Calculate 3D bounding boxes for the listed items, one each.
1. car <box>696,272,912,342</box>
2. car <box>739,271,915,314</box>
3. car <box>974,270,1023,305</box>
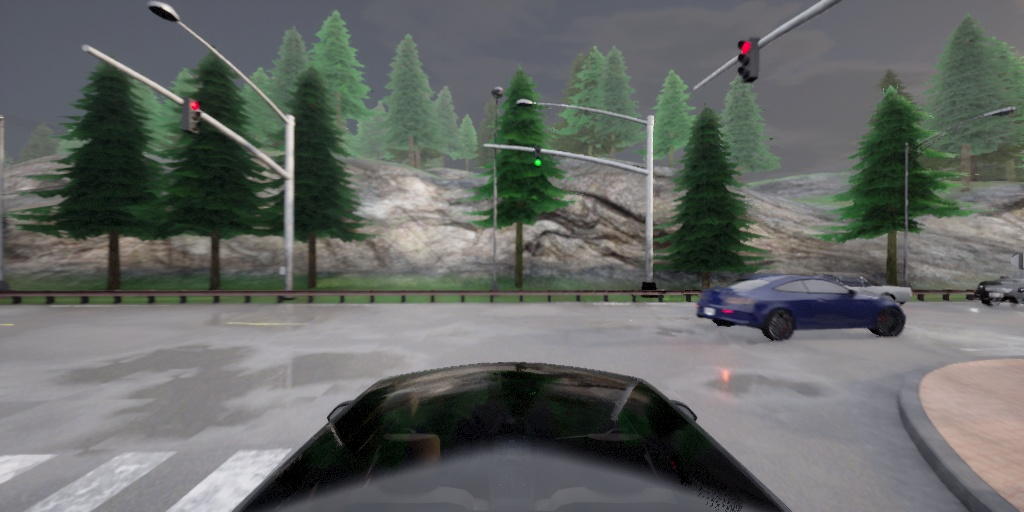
[{"bbox_3d":[6.927,1.147,8.801,4.674,1.442,1.812,0,-1,-9],"label":"car"},{"bbox_3d":[10.966,1.241,12.696,4.718,1.301,1.895,0,0,-4],"label":"car"},{"bbox_3d":[20.217,1.179,13.316,4.902,1.511,2.128,0,0,-4],"label":"car"}]
